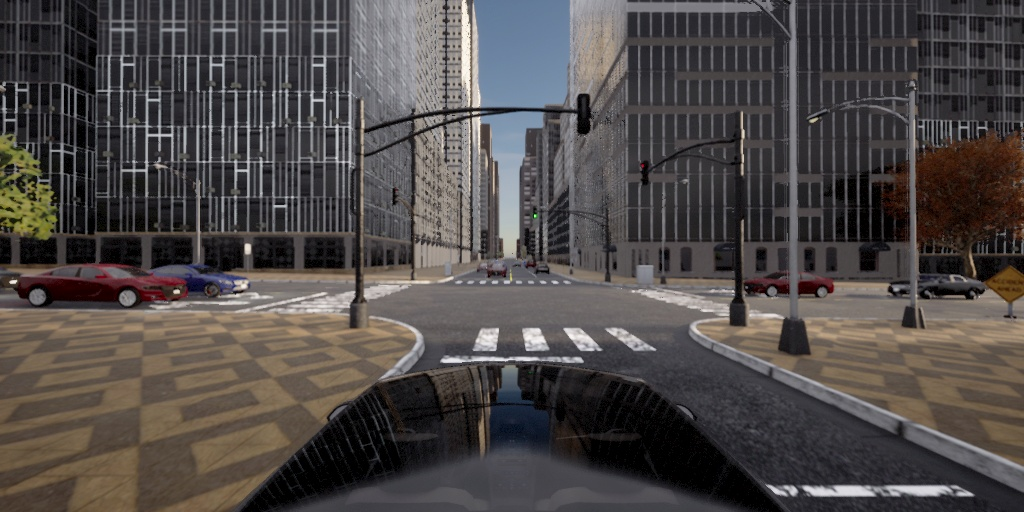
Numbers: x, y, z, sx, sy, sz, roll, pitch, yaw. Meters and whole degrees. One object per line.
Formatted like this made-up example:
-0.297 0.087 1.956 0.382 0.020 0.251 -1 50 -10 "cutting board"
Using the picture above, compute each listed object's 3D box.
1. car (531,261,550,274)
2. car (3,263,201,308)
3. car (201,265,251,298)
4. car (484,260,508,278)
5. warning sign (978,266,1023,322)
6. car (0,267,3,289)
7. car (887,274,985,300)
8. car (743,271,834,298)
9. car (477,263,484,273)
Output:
3.839 1.627 46.194 1.948 1.339 4.313 0 0 0 "car"
-15.289 1.053 13.602 5.008 1.535 1.882 1 0 -2 "car"
-14.979 1.128 16.874 4.674 1.442 1.812 1 0 -1 "car"
-1.571 1.488 38.076 1.882 1.535 5.008 0 0 0 "car"
17.256 1.276 12.419 1.060 1.860 1.300 0 0 -3 "warning sign"
-24.905 0.981 16.397 4.181 1.385 1.994 1 0 -3 "car"
26.286 1.877 22.319 4.902 1.511 2.128 1 0 -3 "car"
16.716 1.689 21.857 5.008 1.535 1.882 1 0 -3 "car"
-4.126 1.678 51.670 1.802 1.307 4.207 0 0 0 "car"
